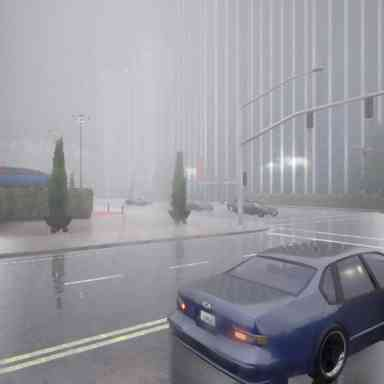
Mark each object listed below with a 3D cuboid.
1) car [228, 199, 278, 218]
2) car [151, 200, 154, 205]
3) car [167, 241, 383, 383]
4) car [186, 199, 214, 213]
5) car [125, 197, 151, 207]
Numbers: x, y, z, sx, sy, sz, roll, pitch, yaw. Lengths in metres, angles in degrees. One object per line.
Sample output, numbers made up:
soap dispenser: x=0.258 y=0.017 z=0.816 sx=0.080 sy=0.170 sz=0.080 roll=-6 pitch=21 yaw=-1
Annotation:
car: x=5.809 y=1.526 z=30.752 sx=1.812 sy=1.442 sz=4.674 roll=0 pitch=0 yaw=-34
car: x=-8.217 y=1.526 z=56.205 sx=1.812 sy=1.442 sz=4.674 roll=0 pitch=1 yaw=-36
car: x=2.243 y=1.547 z=5.402 sx=5.357 sy=1.411 sz=2.033 roll=0 pitch=0 yaw=-35
car: x=0.522 y=1.526 z=38.148 sx=1.812 sy=1.442 sz=4.674 roll=0 pitch=0 yaw=-36
car: x=-8.651 y=1.504 z=50.804 sx=1.837 sy=1.490 sz=4.892 roll=0 pitch=0 yaw=-36
